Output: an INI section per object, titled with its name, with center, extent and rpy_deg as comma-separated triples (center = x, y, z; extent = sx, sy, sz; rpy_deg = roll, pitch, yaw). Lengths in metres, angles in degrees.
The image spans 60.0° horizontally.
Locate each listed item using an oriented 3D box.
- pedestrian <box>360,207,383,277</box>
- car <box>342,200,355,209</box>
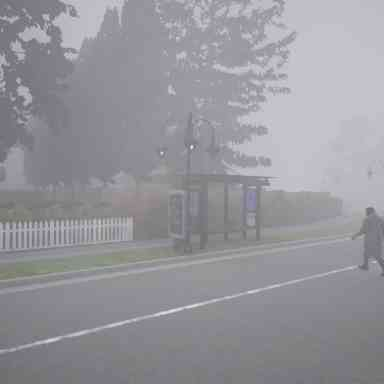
[pedestrian]
center = 4.937, 1.295, 9.071
extent = 0.375, 1.860, 0.375
rpy_deg = 0, 0, -35
[car]
center = 22.943, 1.864, 51.227
extent = 1.994, 1.385, 4.181
rpy_deg = 0, -1, -17
